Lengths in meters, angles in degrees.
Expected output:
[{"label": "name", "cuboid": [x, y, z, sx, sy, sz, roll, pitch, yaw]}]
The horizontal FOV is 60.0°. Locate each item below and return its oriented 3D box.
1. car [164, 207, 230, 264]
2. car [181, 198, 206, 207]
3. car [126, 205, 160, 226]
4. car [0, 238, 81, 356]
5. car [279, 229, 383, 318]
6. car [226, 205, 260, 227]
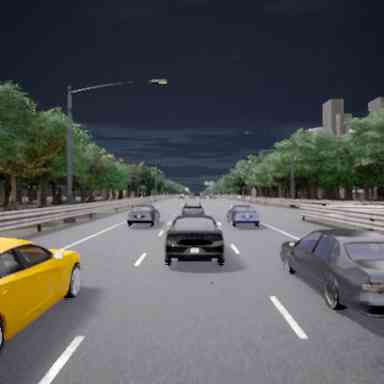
[{"label": "car", "cuboid": [0.084, 1.539, 12.056, 1.882, 1.535, 5.008, 0, 0, 0]}, {"label": "car", "cuboid": [0.087, 1.584, 29.189, 2.128, 1.511, 4.902, 0, 0, 0]}, {"label": "car", "cuboid": [-3.416, 1.639, 24.008, 2.033, 1.411, 5.357, 0, 0, 0]}, {"label": "car", "cuboid": [-3.437, 1.508, 5.574, 1.882, 1.535, 5.008, 0, 0, 0]}, {"label": "car", "cuboid": [3.575, 1.590, 7.781, 2.033, 1.411, 5.357, 0, 0, 0]}, {"label": "car", "cuboid": [3.580, 1.639, 23.922, 2.033, 1.411, 5.357, 0, 0, 0]}]
